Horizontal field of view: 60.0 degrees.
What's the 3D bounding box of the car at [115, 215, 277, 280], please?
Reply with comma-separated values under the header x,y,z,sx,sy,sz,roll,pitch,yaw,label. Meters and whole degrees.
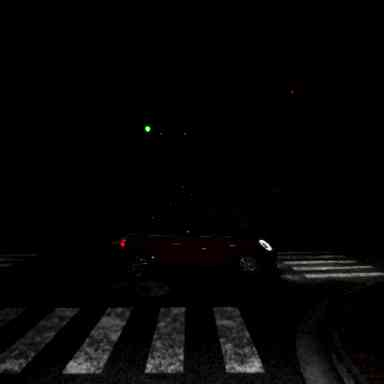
x,y,z,sx,sy,sz,roll,pitch,yaw,label
0.137,1.474,9.924,4.553,1.767,2.097,0,-1,0,car
